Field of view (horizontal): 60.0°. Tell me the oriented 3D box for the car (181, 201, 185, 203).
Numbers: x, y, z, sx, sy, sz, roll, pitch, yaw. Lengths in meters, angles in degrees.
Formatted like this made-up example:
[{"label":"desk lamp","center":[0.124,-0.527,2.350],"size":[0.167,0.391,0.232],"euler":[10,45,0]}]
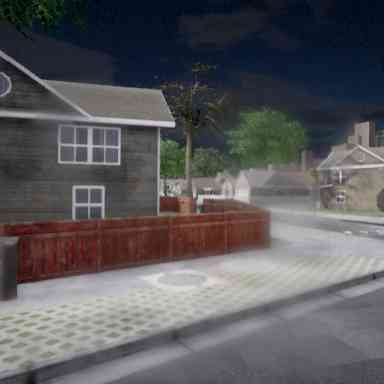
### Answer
[{"label":"car","center":[-2.588,1.551,60.479],"size":[2.033,1.411,5.357],"euler":[1,0,-15]}]
